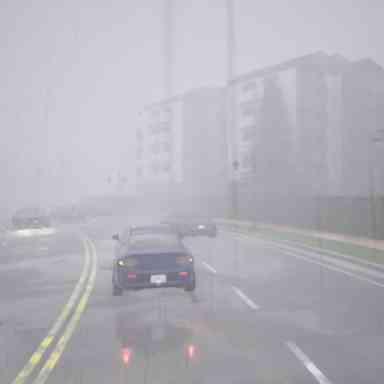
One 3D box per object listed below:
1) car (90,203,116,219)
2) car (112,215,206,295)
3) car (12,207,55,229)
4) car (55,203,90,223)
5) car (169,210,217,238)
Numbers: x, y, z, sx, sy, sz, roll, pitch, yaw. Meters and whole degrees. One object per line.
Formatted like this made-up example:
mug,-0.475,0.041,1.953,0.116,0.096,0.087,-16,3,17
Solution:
car,-9.412,1.764,32.314,2.033,1.411,5.357,0,0,-43
car,-1.126,1.572,8.867,1.812,1.442,4.674,0,0,-11
car,-11.343,1.764,23.374,1.994,1.385,4.181,0,0,-34
car,-10.755,1.777,28.406,1.994,1.385,4.181,0,0,-40
car,-0.284,1.636,17.666,1.994,1.385,4.181,0,0,-21
